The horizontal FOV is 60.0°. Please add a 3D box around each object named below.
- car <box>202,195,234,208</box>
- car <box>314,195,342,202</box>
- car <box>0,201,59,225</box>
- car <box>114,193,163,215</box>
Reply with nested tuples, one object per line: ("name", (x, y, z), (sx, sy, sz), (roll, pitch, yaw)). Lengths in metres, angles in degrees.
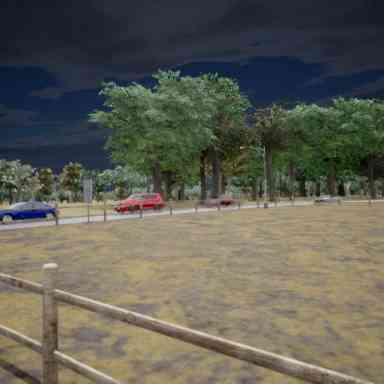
("car", (3.433, 1.197, 43.539), (4.553, 1.767, 2.097), (-1, -1, -44))
("car", (22.247, 1.142, 54.342), (4.718, 1.301, 1.895), (0, -1, -30))
("car", (-12.324, 1.479, 24.447), (1.882, 1.535, 5.008), (-2, -1, 36))
("car", (-5.325, 1.161, 33.882), (2.150, 2.045, 5.566), (-2, -1, 38))
